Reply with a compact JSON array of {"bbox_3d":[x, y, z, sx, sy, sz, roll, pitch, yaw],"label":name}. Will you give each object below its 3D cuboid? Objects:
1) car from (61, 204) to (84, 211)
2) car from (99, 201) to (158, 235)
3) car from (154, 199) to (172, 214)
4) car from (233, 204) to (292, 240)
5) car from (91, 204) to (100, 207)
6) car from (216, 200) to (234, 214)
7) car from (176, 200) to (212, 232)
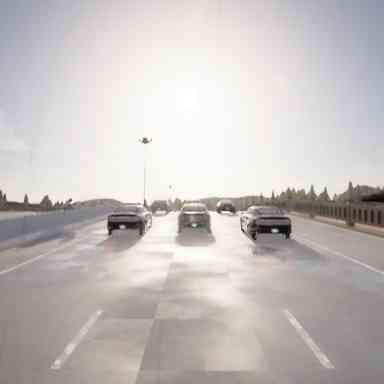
[{"bbox_3d":[-17.454,2.377,48.577,1.895,1.301,4.718,0,-5,1],"label":"car"},{"bbox_3d":[-3.372,1.463,18.611,2.128,1.511,4.902,0,0,0],"label":"car"},{"bbox_3d":[-3.346,1.575,36.201,1.837,1.490,4.892,0,-2,0],"label":"car"},{"bbox_3d":[3.625,1.465,16.941,2.128,1.511,4.902,0,0,0],"label":"car"},{"bbox_3d":[-13.945,2.437,49.713,1.994,1.385,4.181,0,-5,0],"label":"car"},{"bbox_3d":[3.654,1.605,36.374,1.812,1.442,4.674,0,-2,0],"label":"car"},{"bbox_3d":[0.129,1.473,19.849,1.837,1.490,4.892,0,0,0],"label":"car"}]
